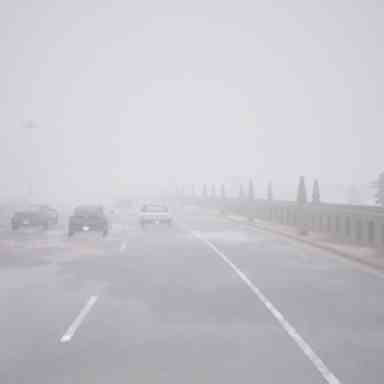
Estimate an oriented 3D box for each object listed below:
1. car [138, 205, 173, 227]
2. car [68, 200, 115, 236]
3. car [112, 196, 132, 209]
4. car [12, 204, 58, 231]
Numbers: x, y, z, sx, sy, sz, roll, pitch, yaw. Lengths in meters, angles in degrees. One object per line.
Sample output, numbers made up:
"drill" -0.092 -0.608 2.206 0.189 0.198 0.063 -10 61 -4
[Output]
"car" -2.529 1.474 21.777 1.895 1.301 4.718 0 0 -12
"car" -5.324 1.410 17.758 1.837 1.490 4.892 0 0 -10
"car" -8.547 1.279 40.581 1.837 1.490 4.892 0 0 -22
"car" -9.311 1.429 19.919 1.812 1.442 4.674 0 0 -12
